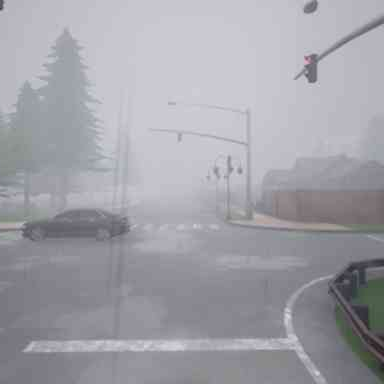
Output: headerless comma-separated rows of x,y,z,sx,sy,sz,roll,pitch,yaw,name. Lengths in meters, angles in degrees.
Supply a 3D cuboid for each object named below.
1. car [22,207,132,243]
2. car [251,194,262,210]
-5.252,1.470,15.392,4.892,1.490,1.837,0,0,1,car
8.831,1.094,36.741,4.605,1.855,1.932,0,0,-1,car
